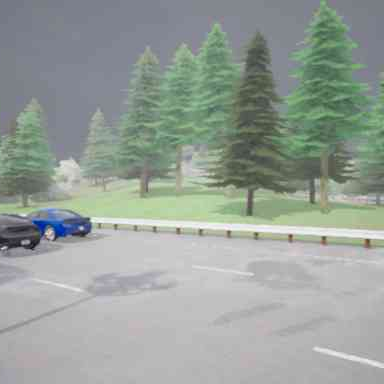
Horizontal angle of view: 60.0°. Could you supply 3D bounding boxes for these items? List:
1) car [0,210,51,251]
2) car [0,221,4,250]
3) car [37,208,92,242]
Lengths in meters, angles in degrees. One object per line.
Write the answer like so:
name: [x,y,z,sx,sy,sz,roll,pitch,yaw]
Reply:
car: [-8.091,1.601,13.321,4.892,1.490,1.837,-1,0,32]
car: [-7.280,1.556,8.714,5.008,1.535,1.882,-1,0,33]
car: [-7.313,1.578,16.948,5.008,1.535,1.882,0,0,31]
